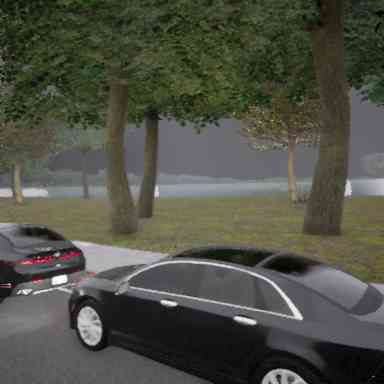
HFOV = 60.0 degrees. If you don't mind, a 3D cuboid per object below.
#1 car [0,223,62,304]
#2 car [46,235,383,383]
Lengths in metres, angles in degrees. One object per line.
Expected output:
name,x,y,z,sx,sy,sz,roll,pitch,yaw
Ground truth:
car,-4.615,1.513,8.066,4.892,1.490,1.837,0,0,36
car,0.265,1.507,4.573,4.892,1.490,1.837,0,0,36
